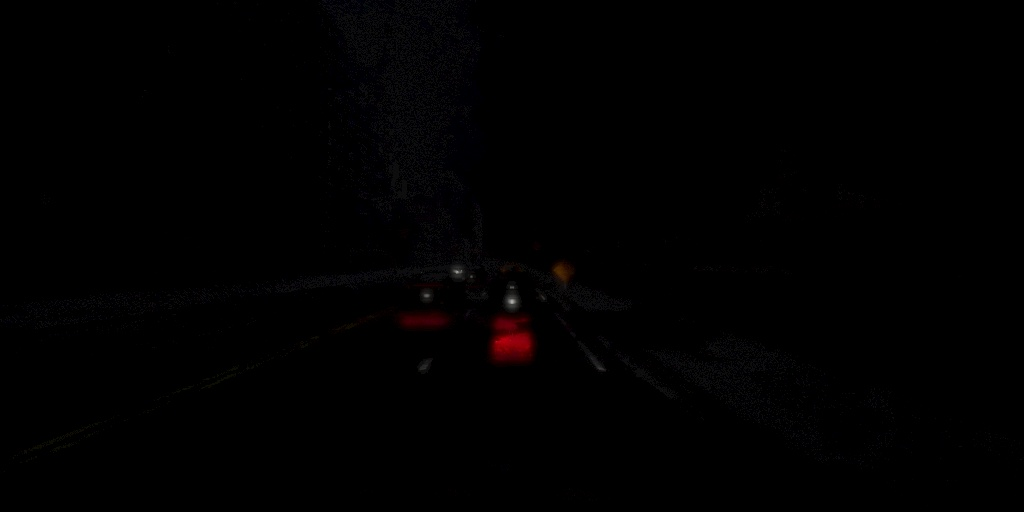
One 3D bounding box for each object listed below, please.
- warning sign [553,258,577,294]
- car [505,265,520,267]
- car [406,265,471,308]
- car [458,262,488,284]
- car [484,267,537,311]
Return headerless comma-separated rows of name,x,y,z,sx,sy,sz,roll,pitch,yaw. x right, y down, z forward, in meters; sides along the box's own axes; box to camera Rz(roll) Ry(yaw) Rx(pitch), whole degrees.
warning sign,2.851,1.044,19.211,1.300,1.860,1.060,0,0,0
car,0.033,1.525,31.100,1.882,1.535,5.008,0,0,1
car,-3.218,1.375,16.097,1.882,1.535,5.008,0,0,1
car,-3.217,1.526,31.104,1.882,1.535,5.008,0,0,1
car,0.023,1.397,15.349,1.837,1.490,4.892,0,0,1
